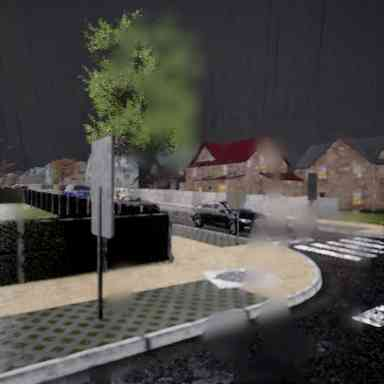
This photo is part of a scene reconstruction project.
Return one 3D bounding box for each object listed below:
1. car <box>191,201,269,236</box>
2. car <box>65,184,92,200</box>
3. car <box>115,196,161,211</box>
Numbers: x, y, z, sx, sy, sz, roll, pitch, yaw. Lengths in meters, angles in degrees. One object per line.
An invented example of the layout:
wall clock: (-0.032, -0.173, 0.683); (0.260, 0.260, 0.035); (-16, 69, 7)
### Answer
car: (1.819, 1.222, 17.088); (2.128, 1.511, 4.902); (0, 2, -33)
car: (-12.946, 0.166, 38.324); (2.150, 2.045, 5.566); (0, 2, -35)
car: (-4.315, 1.005, 25.960); (1.895, 1.301, 4.718); (0, 2, -35)
